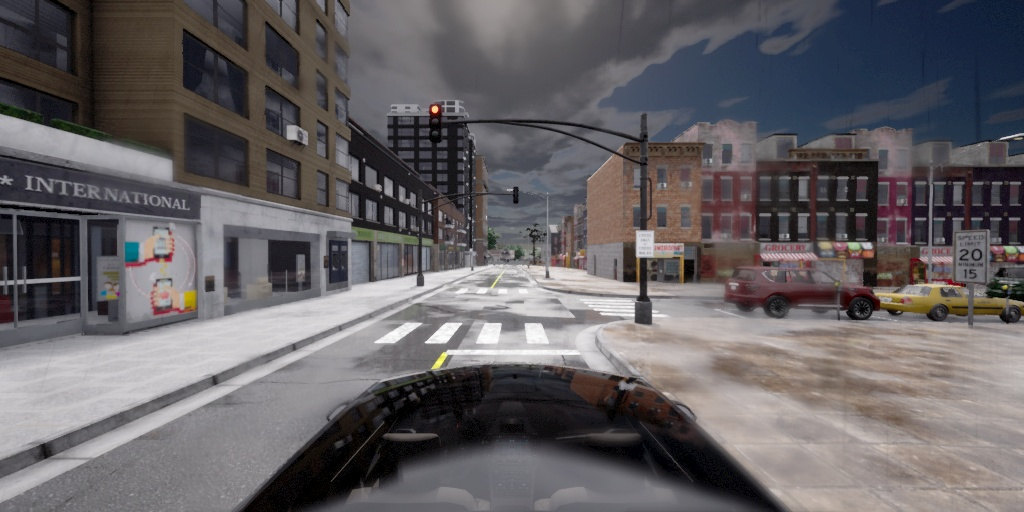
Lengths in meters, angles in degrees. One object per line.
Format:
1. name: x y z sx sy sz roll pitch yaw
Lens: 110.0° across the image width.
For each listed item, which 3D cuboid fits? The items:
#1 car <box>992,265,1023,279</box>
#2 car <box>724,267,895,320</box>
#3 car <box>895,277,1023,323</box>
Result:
1. car: 25.121 1.491 16.157 5.566 2.045 2.150 1 1 1
2. car: 10.831 1.346 13.677 5.009 1.841 2.192 0 0 0
3. car: 16.546 1.659 13.649 4.829 1.417 1.751 0 0 0
